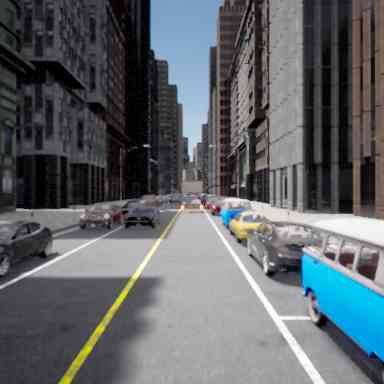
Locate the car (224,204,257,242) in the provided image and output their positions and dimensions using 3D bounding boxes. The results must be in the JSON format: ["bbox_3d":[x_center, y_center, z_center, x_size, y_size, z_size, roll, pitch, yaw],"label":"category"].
[{"bbox_3d":[2.764,1.522,15.932,1.752,1.417,4.829,0,0,0],"label":"car"}]

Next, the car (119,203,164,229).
[{"bbox_3d":[-3.102,1.598,21.558,1.895,1.301,4.718,0,0,0],"label":"car"}]

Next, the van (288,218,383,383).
[{"bbox_3d":[2.766,1.340,4.489,1.690,1.788,3.998,0,0,0],"label":"van"}]

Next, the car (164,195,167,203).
[{"bbox_3d":[-5.763,1.443,55.209,1.967,1.590,4.097,0,0,0],"label":"car"}]

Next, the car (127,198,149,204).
[{"bbox_3d":[-5.762,1.565,32.663,1.947,1.339,4.313,0,0,0],"label":"car"}]

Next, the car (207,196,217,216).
[{"bbox_3d":[2.763,1.438,32.672,1.967,1.590,4.097,0,0,0],"label":"car"}]

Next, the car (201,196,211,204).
[{"bbox_3d":[2.760,1.570,66.492,1.947,1.339,4.313,0,0,0],"label":"car"}]

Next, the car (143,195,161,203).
[{"bbox_3d":[-5.762,1.316,43.935,2.192,1.841,5.009,0,0,0],"label":"car"}]

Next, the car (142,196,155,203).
[{"bbox_3d":[-5.763,1.544,38.299,1.887,1.381,4.507,0,0,0],"label":"car"}]

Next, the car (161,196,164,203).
[{"bbox_3d":[-5.763,1.567,49.572,1.947,1.339,4.313,0,0,0],"label":"car"}]

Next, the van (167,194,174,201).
[{"bbox_3d":[-5.765,1.351,89.026,1.690,1.788,3.998,0,0,0],"label":"van"}]

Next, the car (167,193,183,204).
[{"bbox_3d":[-3.033,1.356,62.752,2.097,1.767,4.553,0,0,1],"label":"car"}]

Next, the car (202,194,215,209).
[{"bbox_3d":[2.762,1.440,43.945,1.967,1.590,4.097,0,0,0],"label":"car"}]

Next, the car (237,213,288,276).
[{"bbox_3d":[2.765,1.548,10.126,2.008,1.369,4.403,0,0,0],"label":"car"}]

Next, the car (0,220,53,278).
[{"bbox_3d":[-5.760,1.564,10.118,1.947,1.339,4.313,0,0,0],"label":"car"}]

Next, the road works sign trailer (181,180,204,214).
[{"bbox_3d":[0.013,0.463,36.034,2.380,3.560,2.880,0,0,0],"label":"road works sign trailer"}]

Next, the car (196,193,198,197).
[{"bbox_3d":[2.759,1.575,89.039,1.947,1.339,4.313,0,0,0],"label":"car"}]

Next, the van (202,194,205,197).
[{"bbox_3d":[2.762,1.342,49.582,1.690,1.788,3.998,0,0,0],"label":"van"}]

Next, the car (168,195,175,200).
[{"bbox_3d":[-5.766,1.536,94.492,1.752,1.417,4.829,0,0,0],"label":"car"}]

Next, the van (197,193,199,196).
[{"bbox_3d":[2.760,1.348,77.766,1.690,1.788,3.998,0,0,0],"label":"van"}]

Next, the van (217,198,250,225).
[{"bbox_3d":[2.764,1.338,21.399,1.690,1.788,3.998,0,0,0],"label":"van"}]

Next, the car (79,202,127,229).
[{"bbox_3d":[-5.761,1.437,21.391,1.967,1.590,4.097,0,0,0],"label":"car"}]

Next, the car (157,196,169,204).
[{"bbox_3d":[-5.765,1.555,66.481,2.008,1.369,4.403,0,0,0],"label":"car"}]

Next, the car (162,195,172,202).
[{"bbox_3d":[-5.765,1.447,77.753,1.967,1.590,4.097,0,0,0],"label":"car"}]

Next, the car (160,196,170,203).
[{"bbox_3d":[-5.765,1.531,71.947,1.752,1.417,4.829,0,0,0],"label":"car"}]

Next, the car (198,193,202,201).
[{"bbox_3d":[2.762,1.318,60.856,2.192,1.841,5.009,0,0,0],"label":"car"}]
